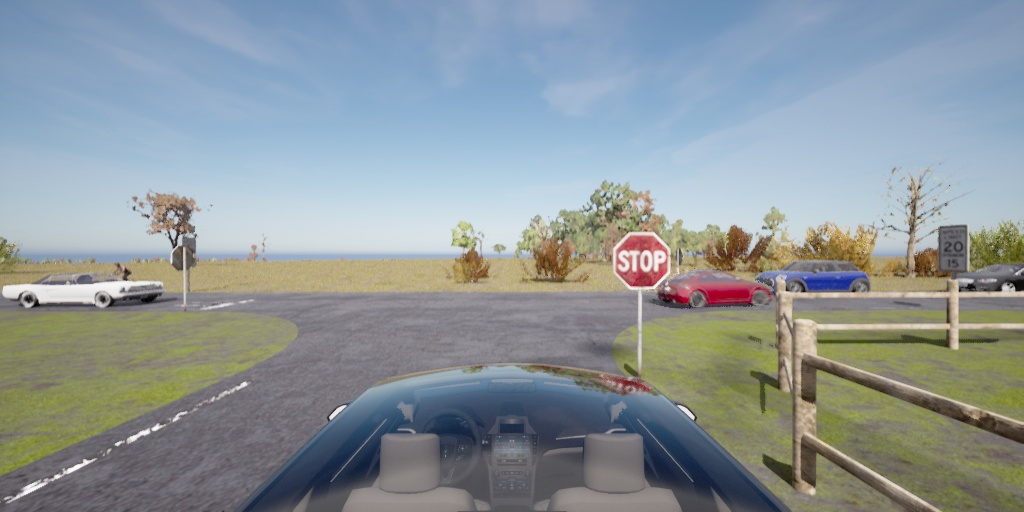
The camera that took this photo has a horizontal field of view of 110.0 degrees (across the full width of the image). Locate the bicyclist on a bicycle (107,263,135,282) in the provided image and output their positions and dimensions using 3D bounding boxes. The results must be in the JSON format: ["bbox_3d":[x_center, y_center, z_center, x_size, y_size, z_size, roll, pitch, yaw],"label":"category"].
[{"bbox_3d":[-22.541,1.198,20.664,0.582,1.620,1.656,0,0,0],"label":"bicyclist on a bicycle"}]

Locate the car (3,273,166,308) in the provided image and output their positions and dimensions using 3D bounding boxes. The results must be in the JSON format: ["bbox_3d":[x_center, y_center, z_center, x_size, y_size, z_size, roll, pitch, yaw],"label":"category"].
[{"bbox_3d":[-17.231,1.352,14.658,4.718,1.301,1.895,0,0,0],"label":"car"}]

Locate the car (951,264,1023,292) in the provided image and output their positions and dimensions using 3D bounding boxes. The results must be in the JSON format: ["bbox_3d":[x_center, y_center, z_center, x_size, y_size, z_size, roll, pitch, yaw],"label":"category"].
[{"bbox_3d":[24.274,1.129,17.347,4.902,1.511,2.128,0,0,0],"label":"car"}]

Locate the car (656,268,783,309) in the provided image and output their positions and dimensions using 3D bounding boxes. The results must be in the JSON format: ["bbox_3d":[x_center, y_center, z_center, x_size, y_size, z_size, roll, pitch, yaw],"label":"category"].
[{"bbox_3d":[7.984,1.250,14.255,4.181,1.385,1.994,0,0,-10],"label":"car"}]

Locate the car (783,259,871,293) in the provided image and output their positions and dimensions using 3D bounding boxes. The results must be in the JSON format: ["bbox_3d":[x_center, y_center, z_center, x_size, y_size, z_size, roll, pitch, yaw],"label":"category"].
[{"bbox_3d":[14.369,1.010,17.409,4.553,1.767,2.097,0,0,0],"label":"car"}]
